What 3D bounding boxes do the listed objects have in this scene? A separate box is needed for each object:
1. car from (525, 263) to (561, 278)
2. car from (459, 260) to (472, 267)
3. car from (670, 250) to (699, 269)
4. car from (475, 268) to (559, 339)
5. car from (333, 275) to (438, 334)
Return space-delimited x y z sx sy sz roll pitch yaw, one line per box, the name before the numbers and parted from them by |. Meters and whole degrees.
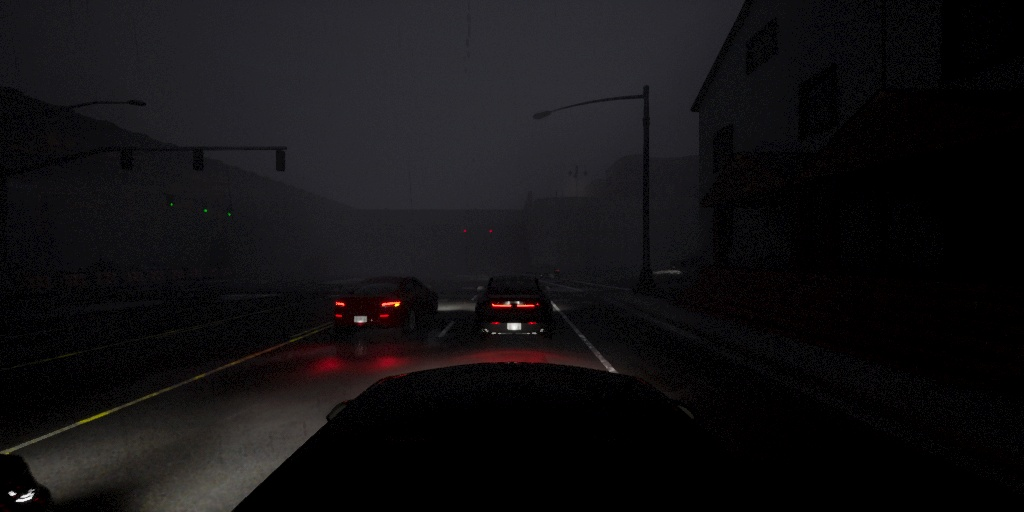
car | 2.120 1.329 30.982 4.181 1.385 1.994 0 0 11
car | -8.283 1.314 64.086 1.994 1.385 4.181 0 0 -2
car | 16.300 0.125 30.495 5.357 1.411 2.033 -10 0 -1
car | 0.043 1.255 10.068 1.837 1.490 4.892 0 0 0
car | -3.453 1.276 10.483 1.812 1.442 4.674 0 0 0
